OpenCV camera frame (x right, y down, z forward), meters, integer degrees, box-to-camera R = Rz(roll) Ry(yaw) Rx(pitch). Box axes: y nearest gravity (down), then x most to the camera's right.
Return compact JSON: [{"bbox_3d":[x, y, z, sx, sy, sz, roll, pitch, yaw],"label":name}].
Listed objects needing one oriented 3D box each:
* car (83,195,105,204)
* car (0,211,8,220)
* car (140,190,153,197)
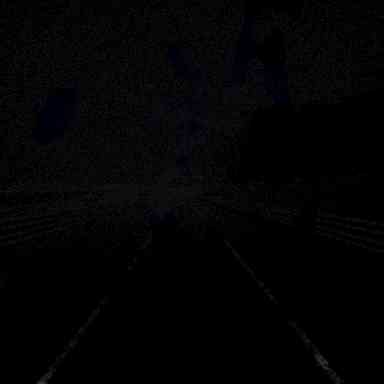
[{"bbox_3d":[-15.264,1.199,51.986,1.812,1.442,4.674,1,2,10],"label":"car"},{"bbox_3d":[-19.279,2.135,30.303,2.033,1.411,5.357,1,3,10],"label":"car"},{"bbox_3d":[-10.535,0.239,77.525,2.097,1.767,4.553,1,2,10],"label":"car"}]
